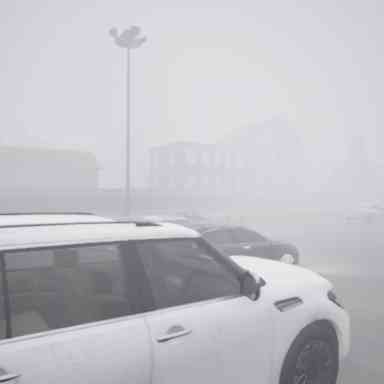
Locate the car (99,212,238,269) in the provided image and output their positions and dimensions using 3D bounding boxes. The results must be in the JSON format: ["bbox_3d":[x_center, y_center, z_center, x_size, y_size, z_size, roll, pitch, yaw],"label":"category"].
[{"bbox_3d":[-0.703,1.552,11.858,4.674,1.442,1.812,0,0,-36],"label":"car"}]

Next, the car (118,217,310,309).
[{"bbox_3d":[0.765,1.528,8.590,4.892,1.490,1.837,0,0,-35],"label":"car"}]

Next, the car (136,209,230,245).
[{"bbox_3d":[-0.388,1.602,16.364,4.181,1.385,1.994,0,0,-35],"label":"car"}]

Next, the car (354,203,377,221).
[{"bbox_3d":[14.100,1.637,26.694,4.674,1.442,1.812,0,0,-36],"label":"car"}]

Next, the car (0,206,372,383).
[{"bbox_3d":[-0.811,1.226,3.166,5.566,2.045,2.150,0,0,-35],"label":"car"}]

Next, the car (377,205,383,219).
[{"bbox_3d":[15.236,1.612,23.205,4.892,1.490,1.837,0,0,-35],"label":"car"}]
